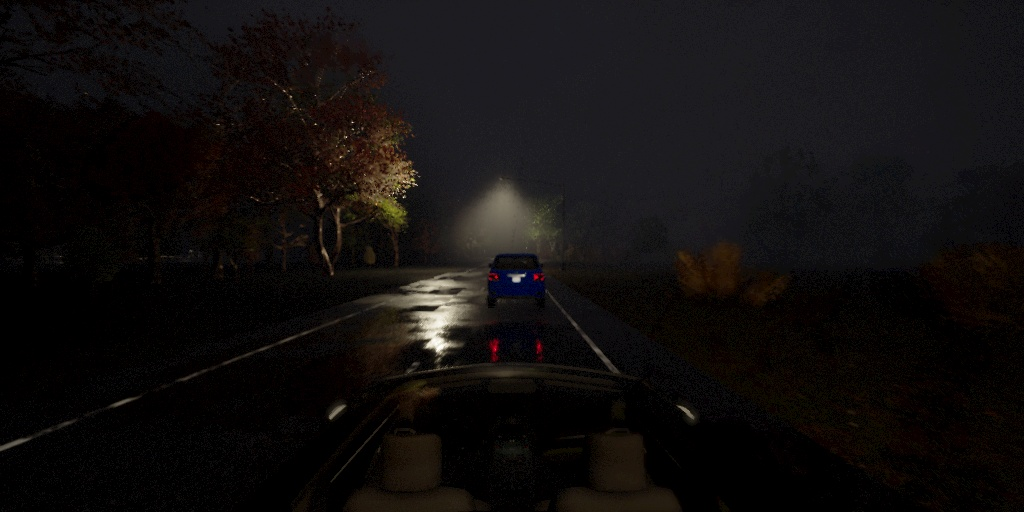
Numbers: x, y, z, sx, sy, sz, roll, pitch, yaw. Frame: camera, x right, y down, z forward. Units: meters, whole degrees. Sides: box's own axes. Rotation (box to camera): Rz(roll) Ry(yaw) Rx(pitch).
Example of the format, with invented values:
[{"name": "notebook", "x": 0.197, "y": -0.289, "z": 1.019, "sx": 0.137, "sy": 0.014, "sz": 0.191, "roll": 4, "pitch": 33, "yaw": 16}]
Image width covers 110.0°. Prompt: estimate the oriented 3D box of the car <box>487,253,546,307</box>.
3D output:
[{"name": "car", "x": 0.164, "y": 0.879, "z": 14.964, "sx": 2.150, "sy": 2.045, "sz": 5.566, "roll": 0, "pitch": 0, "yaw": 0}]
